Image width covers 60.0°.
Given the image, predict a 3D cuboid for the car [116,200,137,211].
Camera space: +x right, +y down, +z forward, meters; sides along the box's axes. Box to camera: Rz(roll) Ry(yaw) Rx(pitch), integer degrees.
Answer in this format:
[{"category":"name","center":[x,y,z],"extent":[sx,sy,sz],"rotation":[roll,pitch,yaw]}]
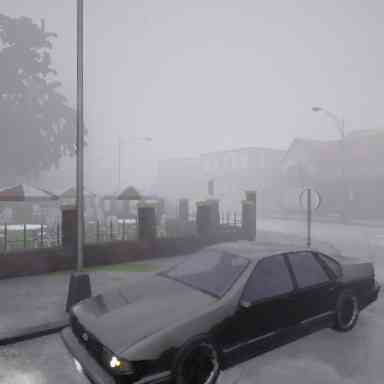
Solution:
[{"category":"car","center":[-7.546,1.547,38.129],"extent":[2.033,1.411,5.357],"rotation":[0,0,-36]}]

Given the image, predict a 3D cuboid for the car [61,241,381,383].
[{"category":"car","center":[0.899,1.547,5.256],"extent":[5.357,1.411,2.033],"rotation":[0,0,-36]}]

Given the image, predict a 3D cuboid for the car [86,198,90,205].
[{"category":"car","center":[-16.215,1.469,50.409],"extent":[1.837,1.490,4.892],"rotation":[0,0,-36]}]

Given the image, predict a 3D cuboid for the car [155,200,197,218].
[{"category":"car","center":[-1.477,1.491,29.633],"extent":[2.128,1.511,4.902],"rotation":[0,0,-36]}]
